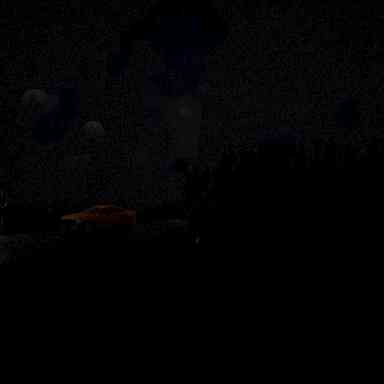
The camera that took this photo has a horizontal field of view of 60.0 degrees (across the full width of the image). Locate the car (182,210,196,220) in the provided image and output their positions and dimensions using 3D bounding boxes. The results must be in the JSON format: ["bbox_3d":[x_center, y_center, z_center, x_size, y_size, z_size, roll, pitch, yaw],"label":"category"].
[{"bbox_3d":[1.031,1.731,29.974,1.812,1.442,4.674,1,0,36],"label":"car"}]

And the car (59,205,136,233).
[{"bbox_3d":[-5.691,1.566,20.596,1.882,1.535,5.008,1,0,36],"label":"car"}]
